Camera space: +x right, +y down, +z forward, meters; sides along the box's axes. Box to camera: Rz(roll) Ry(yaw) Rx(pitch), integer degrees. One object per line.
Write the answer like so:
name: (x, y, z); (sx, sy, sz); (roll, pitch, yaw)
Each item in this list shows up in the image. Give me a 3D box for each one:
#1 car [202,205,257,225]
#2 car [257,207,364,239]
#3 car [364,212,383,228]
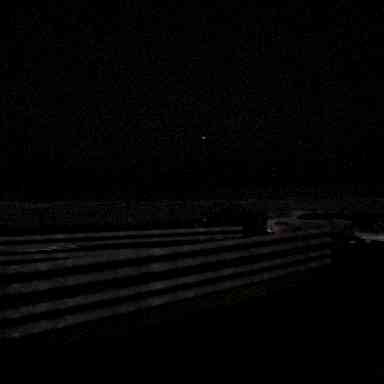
car: (3.035, 1.664, 23.185); (4.674, 1.442, 1.812); (-1, 0, -17)
car: (5.939, 1.622, 16.752); (4.674, 1.442, 1.812); (-1, 0, -17)
car: (10.103, 1.663, 21.682); (4.718, 1.301, 1.895); (-1, 0, -17)
